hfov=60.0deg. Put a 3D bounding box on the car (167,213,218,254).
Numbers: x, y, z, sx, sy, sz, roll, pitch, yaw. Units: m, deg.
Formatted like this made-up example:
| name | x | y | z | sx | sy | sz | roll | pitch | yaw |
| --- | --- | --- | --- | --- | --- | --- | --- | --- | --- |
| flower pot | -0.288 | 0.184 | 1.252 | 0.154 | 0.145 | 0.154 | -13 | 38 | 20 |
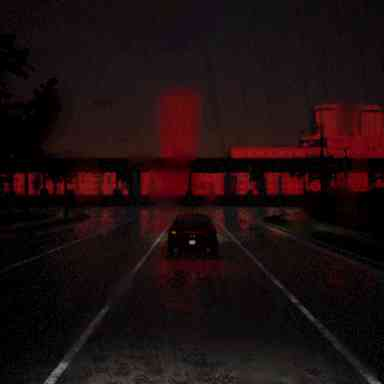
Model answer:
| name | x | y | z | sx | sy | sz | roll | pitch | yaw |
| --- | --- | --- | --- | --- | --- | --- | --- | --- | --- |
| car | 0.029 | 1.639 | 14.212 | 1.882 | 1.535 | 5.008 | 0 | 0 | 0 |
